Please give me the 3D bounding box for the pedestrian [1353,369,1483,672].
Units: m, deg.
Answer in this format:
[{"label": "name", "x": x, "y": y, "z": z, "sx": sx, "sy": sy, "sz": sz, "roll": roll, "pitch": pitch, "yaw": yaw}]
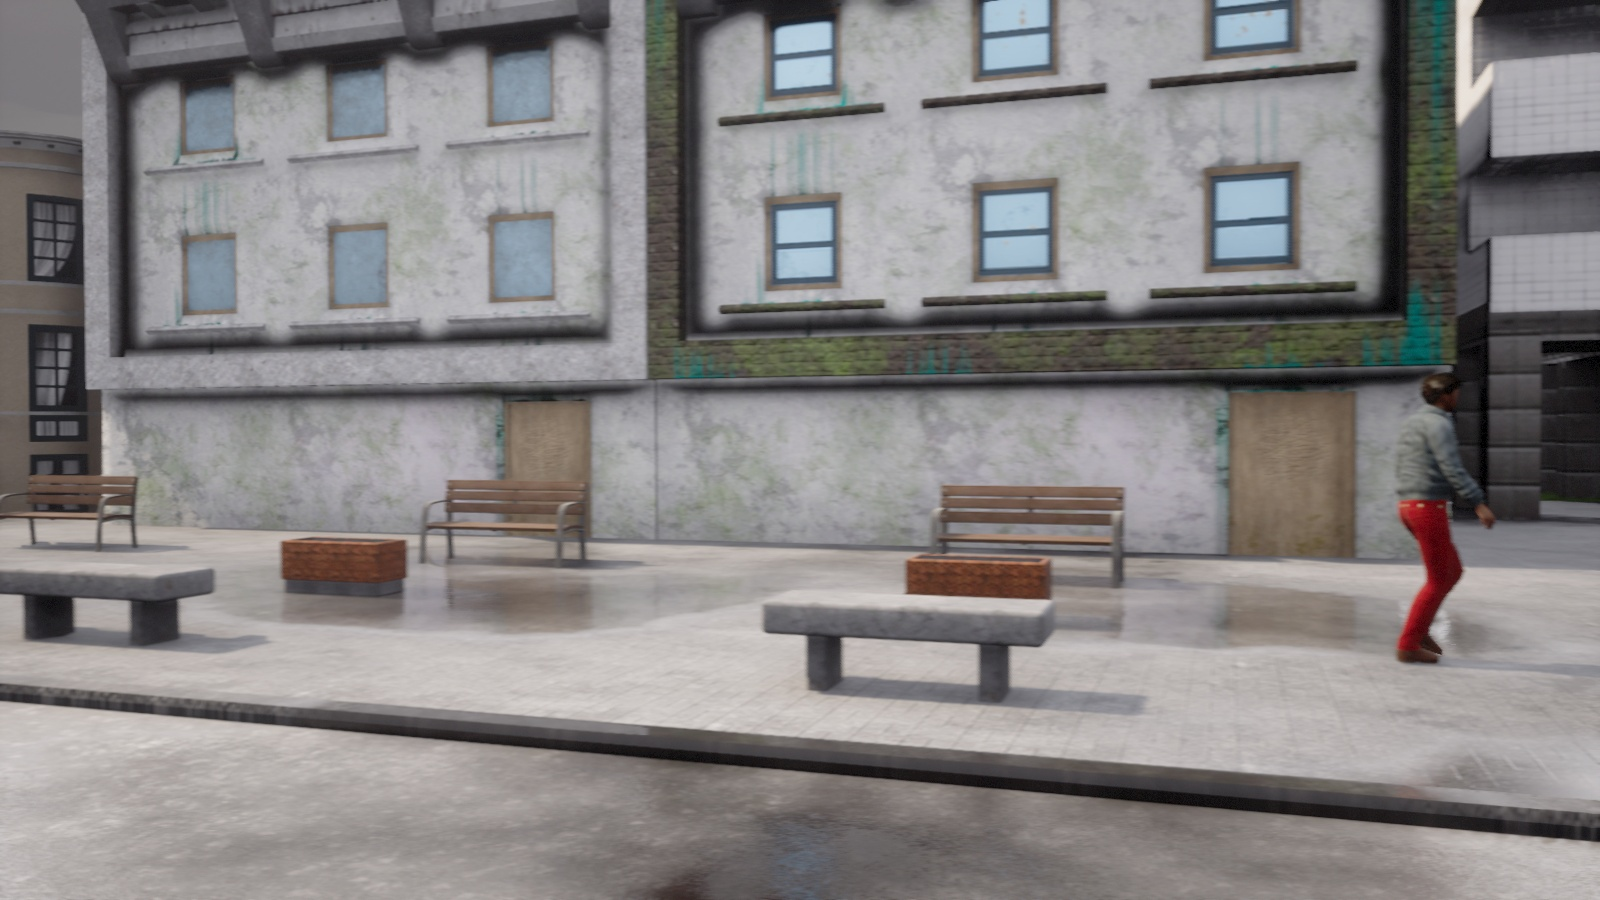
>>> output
[{"label": "pedestrian", "x": 3.841, "y": 0.425, "z": 7.827, "sx": 0.614, "sy": 1.847, "sz": 0.353, "roll": 0, "pitch": 1, "yaw": 3}]
